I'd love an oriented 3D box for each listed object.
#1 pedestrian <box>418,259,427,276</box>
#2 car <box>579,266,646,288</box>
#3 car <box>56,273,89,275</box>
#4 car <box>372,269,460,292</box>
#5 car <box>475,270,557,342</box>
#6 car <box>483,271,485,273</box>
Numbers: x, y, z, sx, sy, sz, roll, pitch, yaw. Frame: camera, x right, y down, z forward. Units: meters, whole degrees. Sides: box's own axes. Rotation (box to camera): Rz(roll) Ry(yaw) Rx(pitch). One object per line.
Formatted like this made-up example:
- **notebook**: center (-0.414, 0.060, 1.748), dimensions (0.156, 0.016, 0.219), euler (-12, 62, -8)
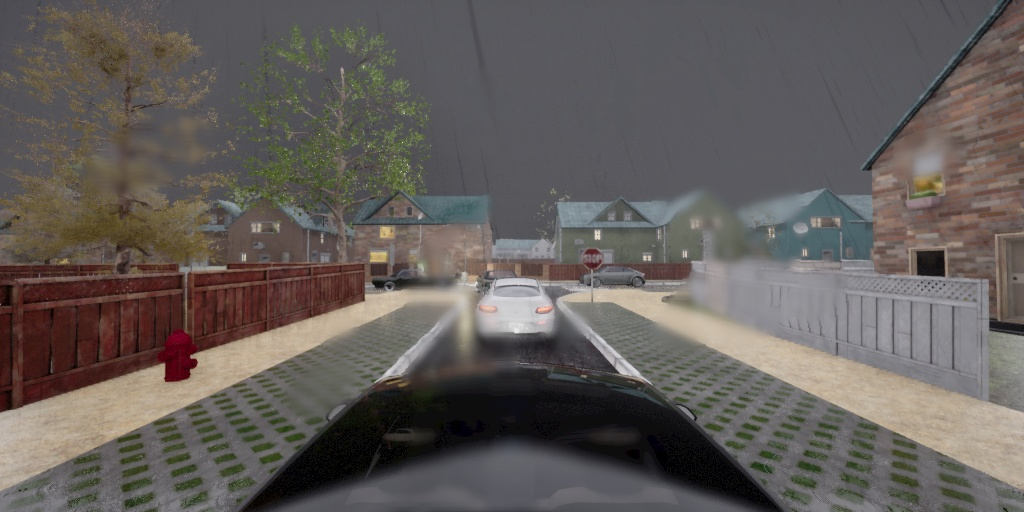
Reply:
- **pedestrian**: center (-6.684, 1.119, 26.753), dimensions (0.375, 1.860, 0.375), euler (0, -1, 1)
- **car**: center (6.553, 1.344, 23.650), dimensions (4.181, 1.385, 1.994), euler (0, -1, 1)
- **car**: center (-25.594, 1.633, 21.150), dimensions (4.718, 1.301, 1.895), euler (-1, -1, 1)
- **car**: center (-5.469, 1.417, 20.867), dimensions (4.718, 1.301, 1.895), euler (-1, -1, 1)
- **car**: center (0.108, 1.280, 9.660), dimensions (1.812, 1.442, 4.674), euler (0, 0, 0)
- **car**: center (-0.746, 1.366, 18.479), dimensions (1.895, 1.301, 4.718), euler (0, -1, -12)
